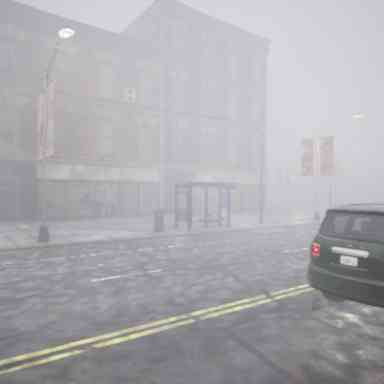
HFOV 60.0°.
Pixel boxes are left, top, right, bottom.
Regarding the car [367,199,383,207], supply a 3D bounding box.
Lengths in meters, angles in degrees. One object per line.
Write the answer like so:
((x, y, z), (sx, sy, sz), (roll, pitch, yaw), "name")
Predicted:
((34.222, 1.985, 59.913), (2.002, 1.452, 4.674), (0, 0, -16), "car")

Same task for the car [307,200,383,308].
((4.847, 1.281, 7.204), (5.566, 2.045, 2.150), (1, 0, -35), "car")
